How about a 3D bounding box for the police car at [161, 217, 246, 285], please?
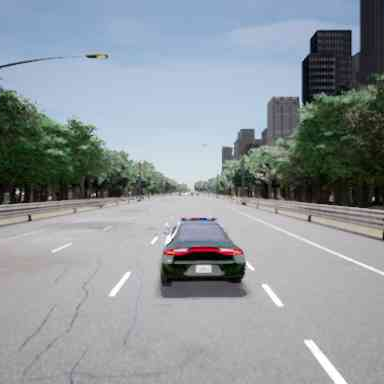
[{"bbox_3d":[0.163,1.510,9.609,2.038,1.542,4.974,0,-1,-2],"label":"police car"}]
